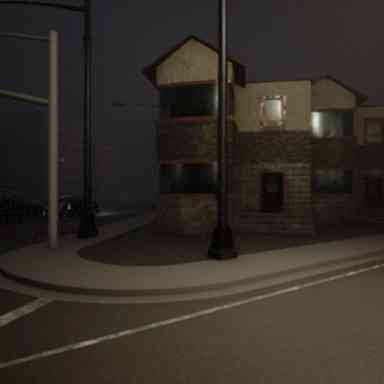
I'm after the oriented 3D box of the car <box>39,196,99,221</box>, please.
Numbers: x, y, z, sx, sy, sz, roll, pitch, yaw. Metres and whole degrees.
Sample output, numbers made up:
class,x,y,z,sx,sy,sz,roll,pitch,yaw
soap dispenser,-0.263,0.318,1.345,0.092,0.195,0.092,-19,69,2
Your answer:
class,x,y,z,sx,sy,sz,roll,pitch,yaw
car,-8.649,1.040,24.382,2.097,1.767,4.553,0,1,10

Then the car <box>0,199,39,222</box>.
class,x,y,z,sx,sy,sz,roll,pitch,yaw
car,-12.391,1.219,23.276,2.128,1.511,4.902,0,1,10
